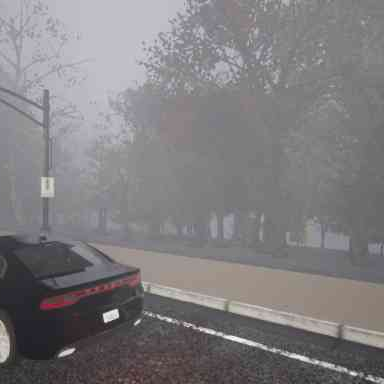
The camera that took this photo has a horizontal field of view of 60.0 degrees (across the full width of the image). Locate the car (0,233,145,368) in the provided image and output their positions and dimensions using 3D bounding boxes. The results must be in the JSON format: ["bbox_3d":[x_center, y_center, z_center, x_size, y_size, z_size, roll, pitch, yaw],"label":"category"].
[{"bbox_3d":[-3.051,1.477,5.855,5.008,1.535,1.882,0,0,37],"label":"car"}]
